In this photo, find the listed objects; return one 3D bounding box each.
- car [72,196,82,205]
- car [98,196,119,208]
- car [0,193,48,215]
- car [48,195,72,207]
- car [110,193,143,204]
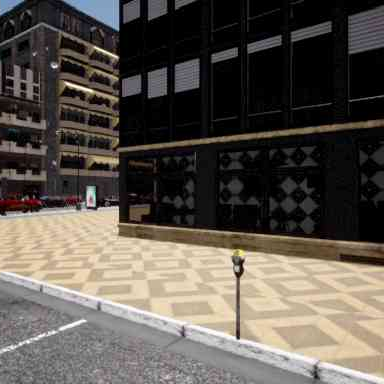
[{"bbox_3d":[-16.133,1.074,42.636,1.802,1.307,4.206,1,2,35],"label":"car"},{"bbox_3d":[-9.237,1.072,37.874,1.947,1.339,4.313,1,2,35],"label":"car"},{"bbox_3d":[-15.608,1.029,28.786,2.192,1.841,5.009,1,2,35],"label":"car"},{"bbox_3d":[-16.346,1.137,37.852,1.994,1.385,4.181,0,1,35],"label":"car"},{"bbox_3d":[-9.387,0.871,47.750,1.812,1.442,4.674,0,1,35],"label":"car"}]
